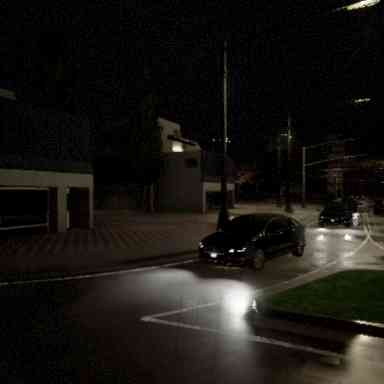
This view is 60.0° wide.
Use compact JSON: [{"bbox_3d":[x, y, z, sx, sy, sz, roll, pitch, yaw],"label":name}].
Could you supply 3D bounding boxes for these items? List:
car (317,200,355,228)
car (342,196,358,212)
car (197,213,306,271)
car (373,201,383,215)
[{"bbox_3d":[9.773,1.513,22.594,1.837,1.490,4.892,0,0,28],"label":"car"},{"bbox_3d":[18.125,1.574,38.748,1.837,1.490,4.892,0,0,27],"label":"car"},{"bbox_3d":[2.177,1.507,11.118,1.837,1.490,4.892,0,0,41],"label":"car"},{"bbox_3d":[19.647,1.576,33.794,1.994,1.385,4.181,0,0,27],"label":"car"}]
